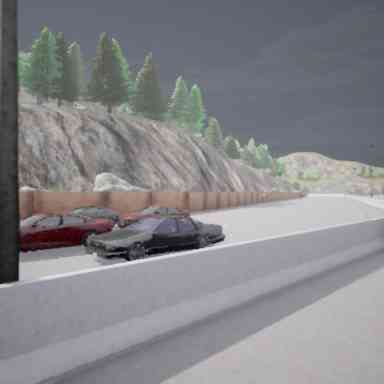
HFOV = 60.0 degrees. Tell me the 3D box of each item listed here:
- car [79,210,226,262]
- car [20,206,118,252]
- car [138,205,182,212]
[{"bbox_3d":[-1.084,1.598,12.348,5.357,1.411,2.033,0,0,-41],"label":"car"},{"bbox_3d":[-5.668,1.545,13.118,5.008,1.535,1.882,0,0,-39],"label":"car"},{"bbox_3d":[-2.214,1.566,20.714,1.882,1.535,5.008,0,-1,44],"label":"car"}]
